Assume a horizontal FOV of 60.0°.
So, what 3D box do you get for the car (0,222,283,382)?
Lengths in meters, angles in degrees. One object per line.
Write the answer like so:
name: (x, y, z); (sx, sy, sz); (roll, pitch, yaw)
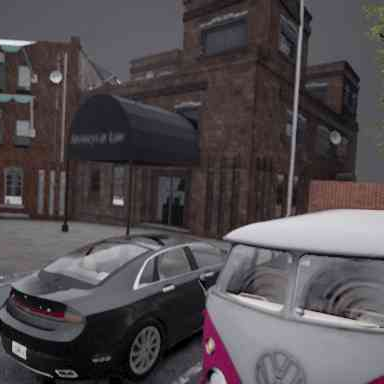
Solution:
car: (-0.481, 1.446, 5.587); (2.231, 1.521, 4.892); (2, 1, 35)
